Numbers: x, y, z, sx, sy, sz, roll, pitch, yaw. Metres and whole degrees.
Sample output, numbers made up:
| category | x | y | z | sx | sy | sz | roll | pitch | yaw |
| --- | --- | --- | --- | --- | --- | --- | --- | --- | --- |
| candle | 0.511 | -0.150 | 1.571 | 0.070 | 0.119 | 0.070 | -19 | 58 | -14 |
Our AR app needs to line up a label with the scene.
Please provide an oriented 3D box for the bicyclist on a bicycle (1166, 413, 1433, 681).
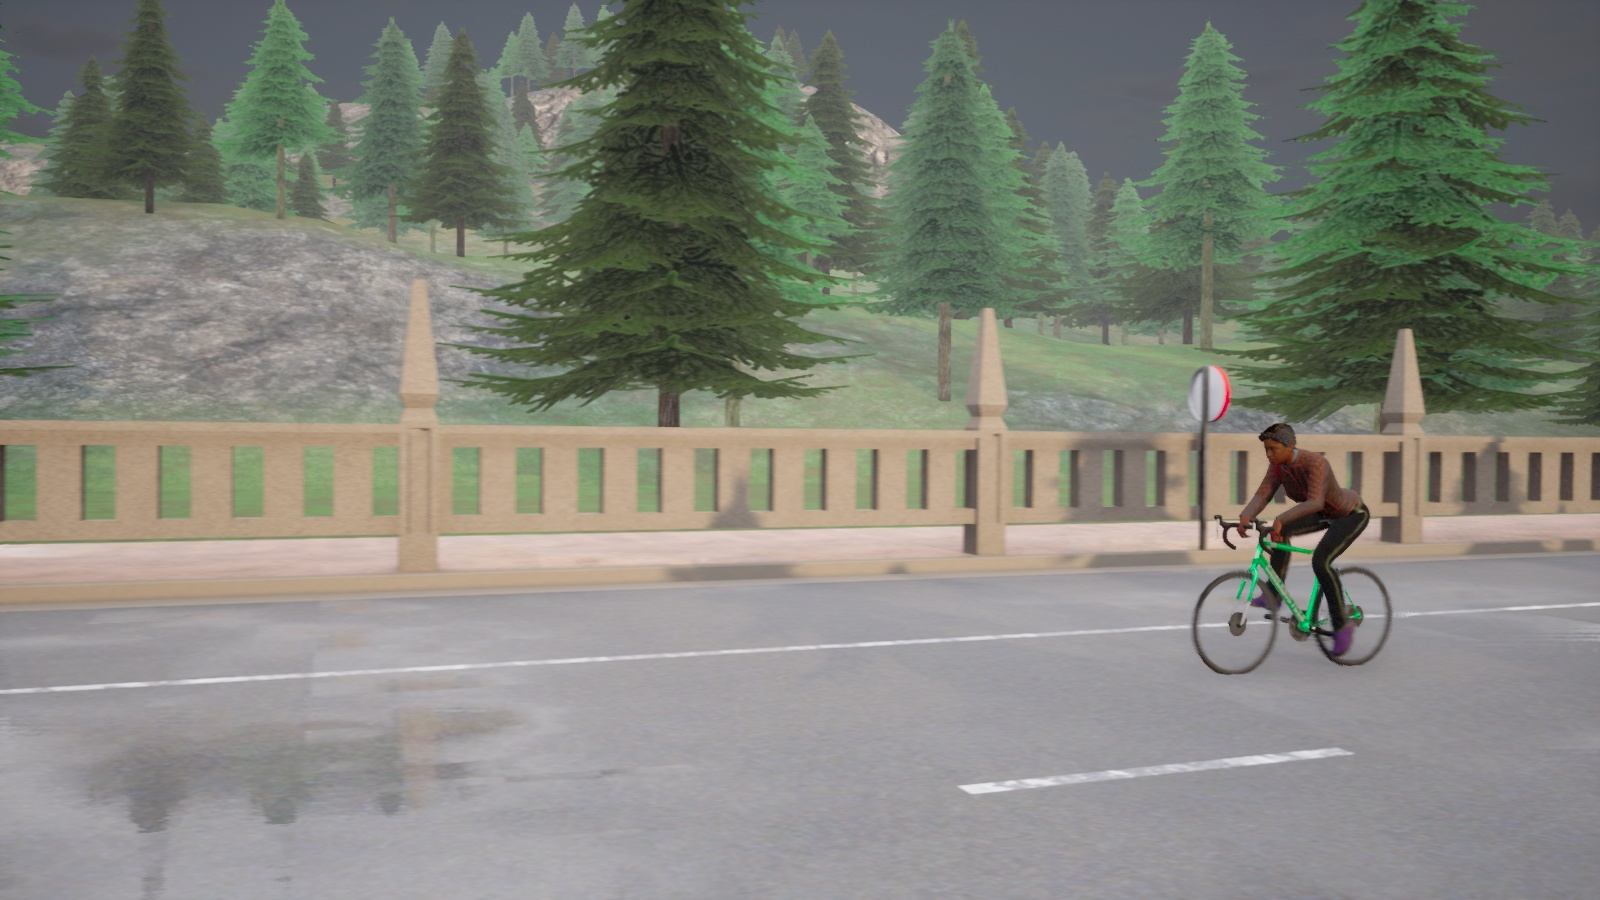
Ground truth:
| category | x | y | z | sx | sy | sz | roll | pitch | yaw |
| --- | --- | --- | --- | --- | --- | --- | --- | --- | --- |
| bicyclist on a bicycle | 3.278 | 0.581 | 8.227 | 1.656 | 1.620 | 0.582 | -1 | 1 | -21 |
